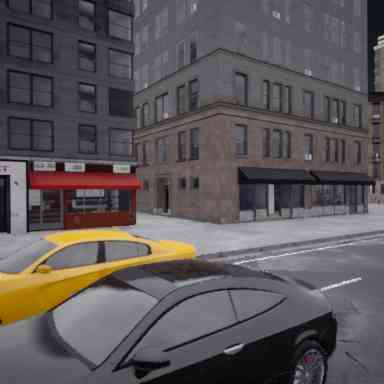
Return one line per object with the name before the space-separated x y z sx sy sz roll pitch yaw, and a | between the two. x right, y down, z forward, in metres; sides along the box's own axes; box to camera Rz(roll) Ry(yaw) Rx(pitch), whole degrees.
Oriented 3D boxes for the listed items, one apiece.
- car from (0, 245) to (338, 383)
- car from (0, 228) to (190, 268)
car | -0.357 1.525 3.425 4.674 1.442 1.812 0 0 -35
car | -2.194 1.477 6.107 5.008 1.535 1.882 0 0 -35
